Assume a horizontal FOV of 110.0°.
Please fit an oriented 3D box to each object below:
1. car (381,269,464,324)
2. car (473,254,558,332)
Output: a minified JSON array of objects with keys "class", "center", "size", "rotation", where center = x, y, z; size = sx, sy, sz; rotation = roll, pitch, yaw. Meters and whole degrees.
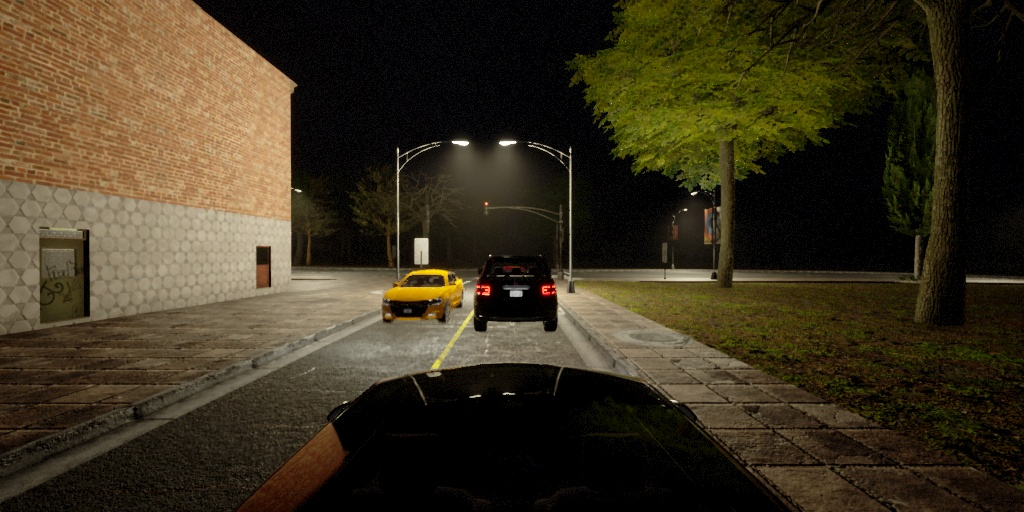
[{"class":"car","center":[-2.844,1.239,12.308],"size":[1.882,1.535,5.008],"rotation":[0,0,0]},{"class":"car","center":[0.086,0.980,11.050],"size":[2.150,2.045,5.566],"rotation":[0,0,0]}]
